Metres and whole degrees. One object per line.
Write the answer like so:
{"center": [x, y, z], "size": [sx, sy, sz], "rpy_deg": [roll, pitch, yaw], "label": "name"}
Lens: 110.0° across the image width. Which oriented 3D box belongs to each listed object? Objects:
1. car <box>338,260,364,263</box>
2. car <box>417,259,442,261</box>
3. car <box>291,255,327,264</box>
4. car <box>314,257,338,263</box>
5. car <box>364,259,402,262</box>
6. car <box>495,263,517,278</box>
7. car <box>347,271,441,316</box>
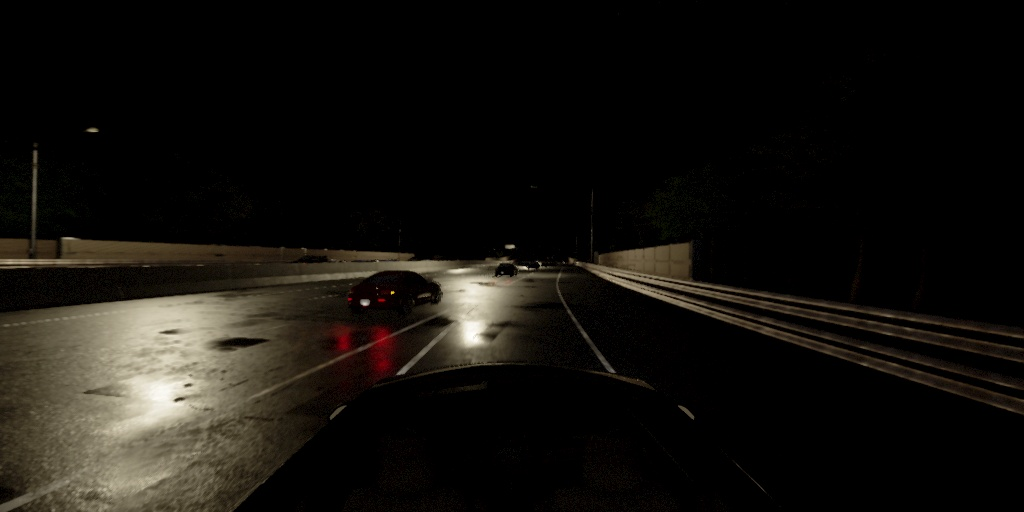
{"center": [-20.250, 1.230, 47.519], "size": [1.882, 1.535, 5.008], "rpy_deg": [1, 0, 9], "label": "car"}
{"center": [-14.381, 1.444, 62.682], "size": [1.812, 1.442, 4.674], "rpy_deg": [1, 0, 9], "label": "car"}
{"center": [-27.173, 0.898, 48.447], "size": [2.150, 2.045, 5.566], "rpy_deg": [1, 0, 9], "label": "car"}
{"center": [-23.710, 1.241, 48.011], "size": [1.812, 1.442, 4.674], "rpy_deg": [1, 0, 9], "label": "car"}
{"center": [-16.787, 1.268, 47.026], "size": [1.882, 1.535, 5.008], "rpy_deg": [1, 0, 9], "label": "car"}
{"center": [-0.582, 1.443, 36.702], "size": [1.812, 1.442, 4.674], "rpy_deg": [1, 0, 9], "label": "car"}
{"center": [-4.123, 1.255, 13.161], "size": [1.812, 1.442, 4.674], "rpy_deg": [1, 0, 9], "label": "car"}
